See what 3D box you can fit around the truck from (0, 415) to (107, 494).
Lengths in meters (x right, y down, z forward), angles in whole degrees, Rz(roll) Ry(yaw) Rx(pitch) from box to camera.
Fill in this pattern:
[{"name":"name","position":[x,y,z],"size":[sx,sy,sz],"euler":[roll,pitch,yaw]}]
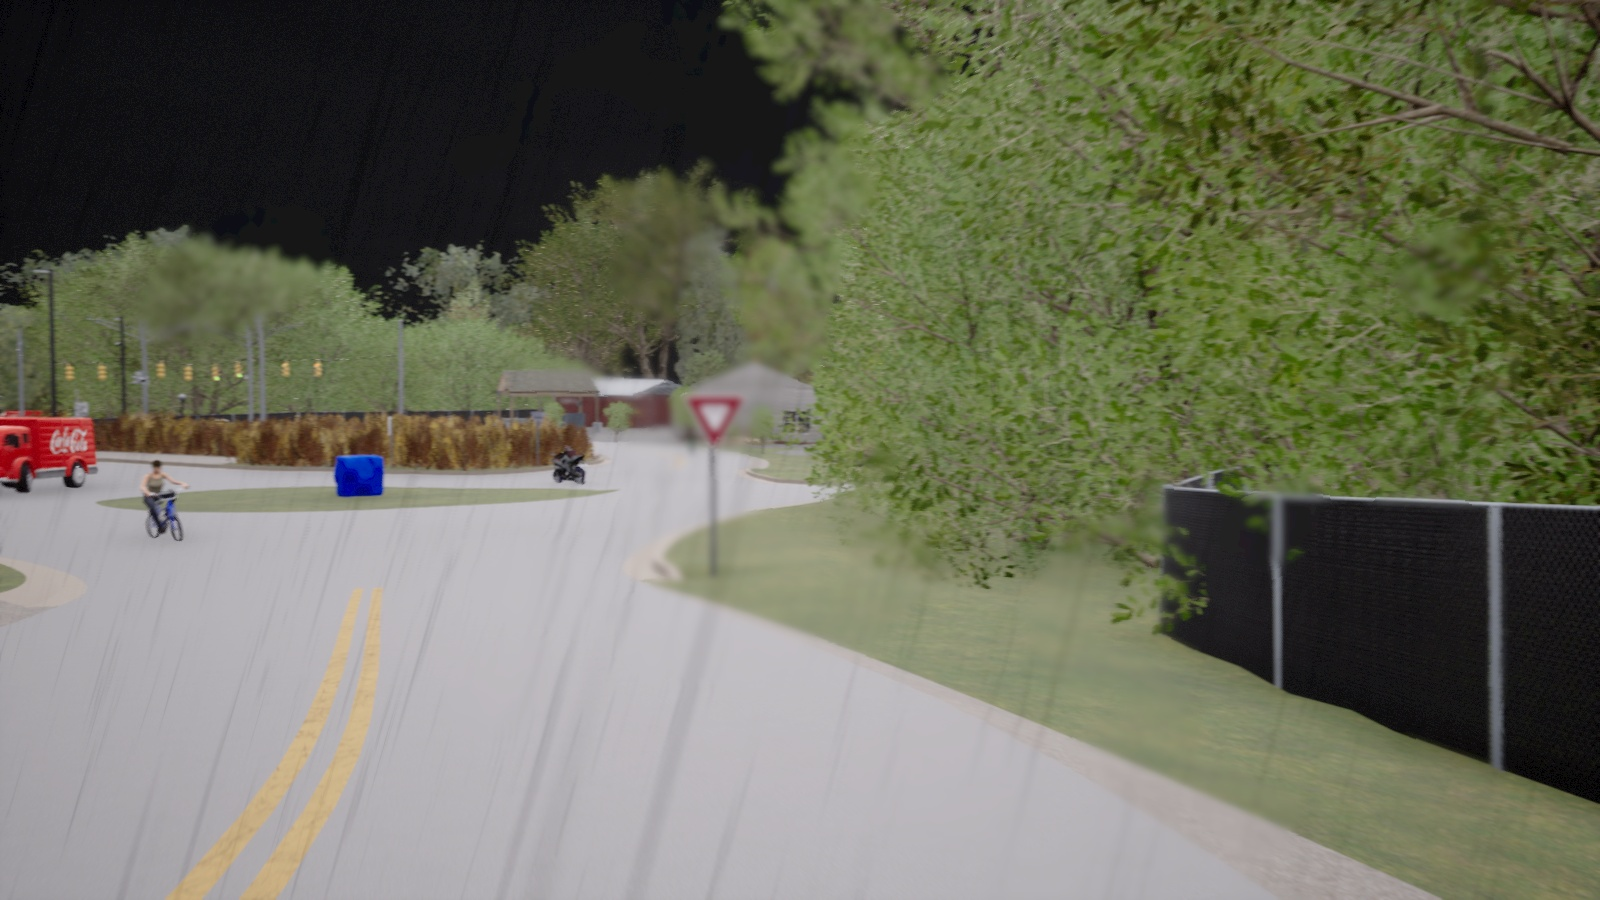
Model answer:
[{"name":"truck","position":[-26.082,0.074,42.303],"size":[2.627,2.467,5.204],"euler":[-1,2,-2]}]

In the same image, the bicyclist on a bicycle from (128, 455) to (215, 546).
[{"name":"bicyclist on a bicycle","position":[-12.396,0.961,24.768],"size":[1.509,1.612,0.866],"euler":[2,7,39]}]

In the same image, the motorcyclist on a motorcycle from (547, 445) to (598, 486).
[{"name":"motorcyclist on a motorcycle","position":[-8.845,0.576,48.814],"size":[0.866,1.530,2.191],"euler":[-1,2,-43]}]
